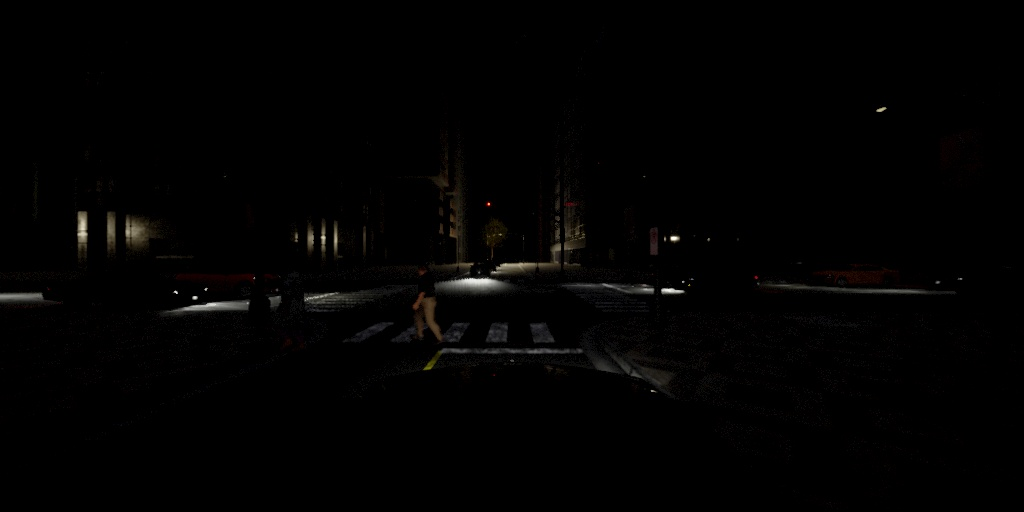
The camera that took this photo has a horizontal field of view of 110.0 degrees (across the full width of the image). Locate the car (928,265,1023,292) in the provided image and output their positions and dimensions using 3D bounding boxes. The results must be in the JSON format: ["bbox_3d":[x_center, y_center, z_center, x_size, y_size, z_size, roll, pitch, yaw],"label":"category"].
[{"bbox_3d":[27.732,1.307,21.256,4.902,1.511,2.128,0,0,0],"label":"car"}]

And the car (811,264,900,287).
[{"bbox_3d":[23.348,1.287,24.522,5.008,1.535,1.882,0,0,0],"label":"car"}]

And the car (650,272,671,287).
[{"bbox_3d":[12.077,1.396,24.564,4.718,1.301,1.895,0,0,3],"label":"car"}]

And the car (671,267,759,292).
[{"bbox_3d":[12.169,1.359,21.312,4.181,1.385,1.994,0,0,0],"label":"car"}]

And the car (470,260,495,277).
[{"bbox_3d":[-3.112,1.304,36.281,2.128,1.511,4.902,0,0,0],"label":"car"}]

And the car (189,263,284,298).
[{"bbox_3d":[-13.992,1.125,17.951,4.553,1.767,2.097,0,0,0],"label":"car"}]

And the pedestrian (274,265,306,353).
[{"bbox_3d":[-4.568,1.054,7.429,0.375,1.860,0.375,0,0,0],"label":"pedestrian"}]

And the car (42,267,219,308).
[{"bbox_3d":[-15.657,1.316,14.705,5.357,1.411,2.033,0,0,0],"label":"car"}]

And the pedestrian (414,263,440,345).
[{"bbox_3d":[-1.893,1.055,8.031,0.375,1.860,0.375,0,0,0],"label":"pedestrian"}]

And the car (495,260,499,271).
[{"bbox_3d":[-3.142,1.343,49.674,1.837,1.490,4.892,0,0,0],"label":"car"}]
